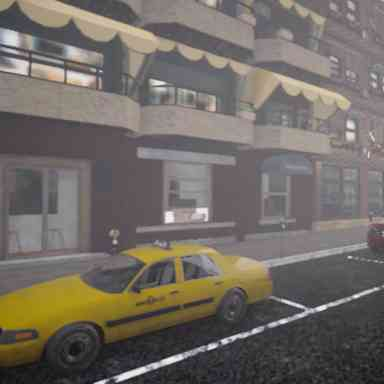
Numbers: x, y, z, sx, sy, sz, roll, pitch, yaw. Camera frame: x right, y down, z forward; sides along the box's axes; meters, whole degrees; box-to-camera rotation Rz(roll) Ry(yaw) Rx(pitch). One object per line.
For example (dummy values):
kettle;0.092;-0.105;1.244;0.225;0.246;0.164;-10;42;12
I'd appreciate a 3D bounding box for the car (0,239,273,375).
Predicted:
car;-0.724;1.523;5.571;4.829;1.417;1.752;0;1;-35

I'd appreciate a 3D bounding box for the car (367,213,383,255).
car;8.450;1.303;12.112;5.009;1.841;2.192;0;1;-35
